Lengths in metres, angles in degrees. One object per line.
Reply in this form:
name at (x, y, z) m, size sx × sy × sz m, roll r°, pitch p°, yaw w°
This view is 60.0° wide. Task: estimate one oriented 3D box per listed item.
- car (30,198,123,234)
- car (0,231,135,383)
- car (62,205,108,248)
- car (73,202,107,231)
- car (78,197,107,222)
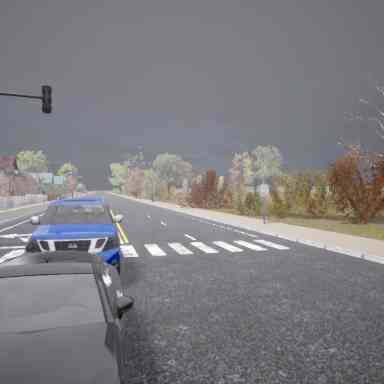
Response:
car at (-3.362, 1.218, 9.968) m, size 2.150 × 2.045 × 5.566 m, roll 0°, pitch 0°, yaw -15°
car at (-1.708, 1.524, 3.883) m, size 1.812 × 1.442 × 4.674 m, roll 0°, pitch 0°, yaw -13°
car at (-5.035, 1.498, 16.036) m, size 1.837 × 1.490 × 4.892 m, roll 0°, pitch 0°, yaw -15°
car at (-6.617, 1.467, 21.778) m, size 1.882 × 1.535 × 5.008 m, roll 0°, pitch 0°, yaw -16°
car at (-8.192, 1.337, 27.507) m, size 2.097 × 1.767 × 4.553 m, roll 0°, pitch 0°, yaw -15°
